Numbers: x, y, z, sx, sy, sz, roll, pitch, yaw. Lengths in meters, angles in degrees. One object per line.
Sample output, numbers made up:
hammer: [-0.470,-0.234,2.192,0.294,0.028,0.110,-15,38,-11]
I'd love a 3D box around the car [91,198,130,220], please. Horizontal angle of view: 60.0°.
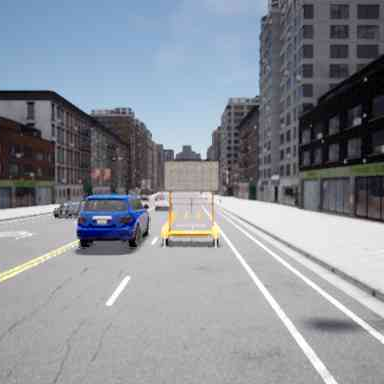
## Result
car: [-6.683,1.352,27.867,2.128,1.511,4.902,0,0,0]

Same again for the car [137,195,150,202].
car: [-9.978,1.337,68.928,1.895,1.301,4.718,0,0,0]

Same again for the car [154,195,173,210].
car: [-3.278,1.418,39.897,1.895,1.301,4.718,0,0,0]

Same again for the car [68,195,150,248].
car: [-3.190,1.142,14.429,2.150,2.045,5.566,0,0,0]

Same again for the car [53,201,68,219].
car: [-9.933,1.424,27.772,1.994,1.385,4.181,0,0,0]

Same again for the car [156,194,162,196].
car: [-6.728,1.220,68.969,1.882,1.535,5.008,0,0,0]

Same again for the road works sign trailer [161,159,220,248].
road works sign trailer: [-0.014,0.387,14.282,2.380,3.560,2.880,0,0,2]
